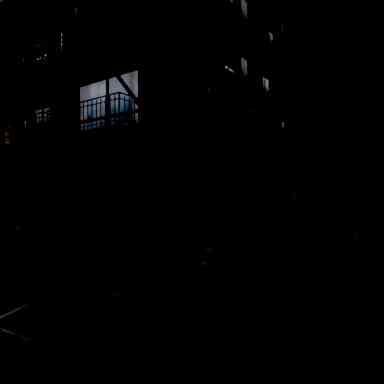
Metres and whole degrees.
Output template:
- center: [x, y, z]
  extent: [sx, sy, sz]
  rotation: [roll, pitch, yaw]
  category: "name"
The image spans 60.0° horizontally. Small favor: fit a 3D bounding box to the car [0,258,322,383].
- center: [-0.884, 1.566, 3.503]
  extent: [4.313, 1.339, 1.947]
  rotation: [0, 0, 35]
  category: "car"
